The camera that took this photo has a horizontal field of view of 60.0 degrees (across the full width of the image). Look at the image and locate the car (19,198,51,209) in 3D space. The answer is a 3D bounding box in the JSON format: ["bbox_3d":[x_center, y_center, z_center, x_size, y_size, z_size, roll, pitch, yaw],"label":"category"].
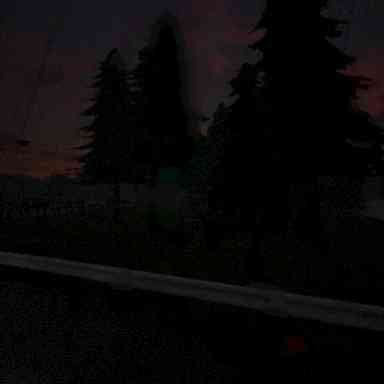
[{"bbox_3d":[-24.114,1.697,51.651,2.097,1.767,4.553,0,0,17],"label":"car"}]

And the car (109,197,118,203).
[{"bbox_3d":[-20.678,2.045,87.614,1.895,1.301,4.718,0,0,-8],"label":"car"}]

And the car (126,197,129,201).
[{"bbox_3d":[-16.553,1.910,77.469,1.812,1.442,4.674,0,0,-1],"label":"car"}]

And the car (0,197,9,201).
[{"bbox_3d":[-41.315,2.131,71.913,1.895,1.301,4.718,0,0,7],"label":"car"}]

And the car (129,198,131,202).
[{"bbox_3d":[-17.096,1.964,87.158,2.033,1.411,5.357,0,0,-8],"label":"car"}]

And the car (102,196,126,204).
[{"bbox_3d":[-14.399,1.818,61.784,1.837,1.490,4.892,1,-1,9],"label":"car"}]

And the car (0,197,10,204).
[{"bbox_3d":[-44.566,2.027,76.841,1.882,1.535,5.008,0,0,3],"label":"car"}]

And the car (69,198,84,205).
[{"bbox_3d":[-23.999,1.961,69.218,1.994,1.385,4.181,0,0,3],"label":"car"}]

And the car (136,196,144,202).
[{"bbox_3d":[-13.465,1.895,86.015,1.837,1.490,4.892,0,0,-8],"label":"car"}]

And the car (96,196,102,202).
[{"bbox_3d":[-24.320,1.834,88.788,2.097,1.767,4.553,0,0,-8],"label":"car"}]

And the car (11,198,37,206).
[{"bbox_3d":[-34.602,2.018,68.745,2.033,1.411,5.357,0,0,7],"label":"car"}]
